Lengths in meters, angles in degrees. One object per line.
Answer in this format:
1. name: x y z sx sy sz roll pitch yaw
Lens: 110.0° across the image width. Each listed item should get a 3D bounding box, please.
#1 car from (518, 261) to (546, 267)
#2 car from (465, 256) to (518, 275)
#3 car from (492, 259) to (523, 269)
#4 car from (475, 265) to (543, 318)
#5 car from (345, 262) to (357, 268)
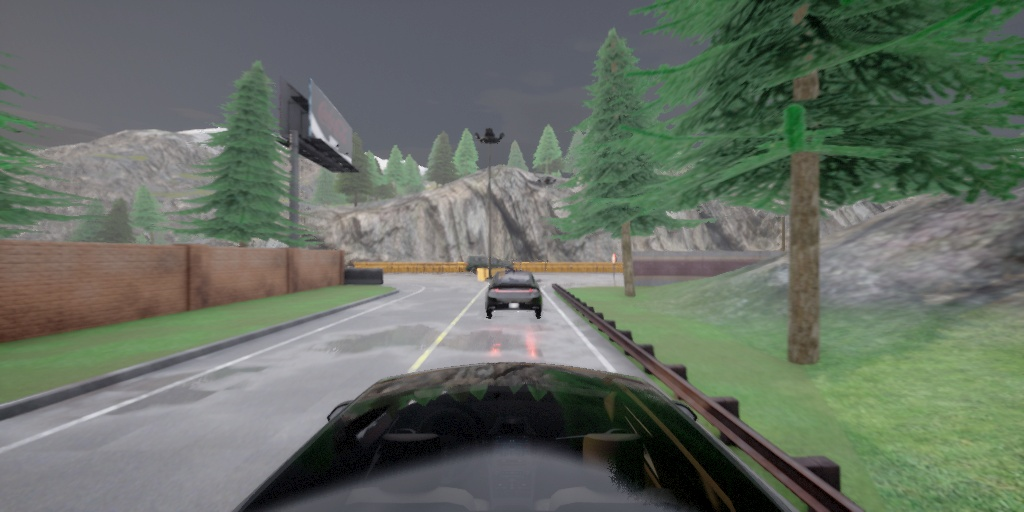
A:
1. car: 2.936 1.358 50.868 4.674 1.442 1.812 0 0 -1
2. car: -2.417 1.039 40.052 5.566 2.045 2.150 0 0 -1
3. car: -0.666 1.343 57.809 4.892 1.490 1.837 -1 0 1
4. car: 0.071 1.257 13.055 2.128 1.511 4.902 0 0 0
5. car: -20.278 1.039 39.808 5.566 2.045 2.150 0 0 -1
